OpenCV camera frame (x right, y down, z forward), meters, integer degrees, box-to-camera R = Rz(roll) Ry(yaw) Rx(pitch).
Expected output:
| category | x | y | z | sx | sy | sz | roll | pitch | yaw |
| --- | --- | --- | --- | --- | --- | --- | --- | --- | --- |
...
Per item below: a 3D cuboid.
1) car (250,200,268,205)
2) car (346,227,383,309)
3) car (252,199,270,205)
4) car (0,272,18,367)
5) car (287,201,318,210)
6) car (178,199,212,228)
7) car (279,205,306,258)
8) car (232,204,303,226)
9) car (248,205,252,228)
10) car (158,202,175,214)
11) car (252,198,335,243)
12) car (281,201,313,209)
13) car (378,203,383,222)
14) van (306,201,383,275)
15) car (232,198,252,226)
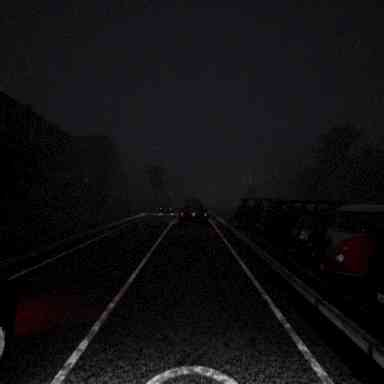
| category | x | y | z | sx | sy | sz | roll | pitch | yaw |
| --- | --- | --- | --- | --- | --- | --- | --- | --- | --- |
| car | 18.715 | 2.942 | 93.622 | 4.674 | 1.452 | 2.002 | 0 | -1 | 0 |
| car | 5.596 | 1.514 | 5.574 | 4.892 | 1.521 | 2.231 | 0 | 0 | 0 |
| car | 18.784 | 2.719 | 90.455 | 4.553 | 1.767 | 2.185 | 0 | -1 | 0 |
| car | -3.348 | 1.528 | 2.722 | 1.837 | 1.490 | 4.892 | 0 | 0 | 0 |
| car | 18.716 | 2.286 | 56.423 | 4.674 | 1.452 | 2.002 | 0 | -1 | 0 |
| car | 0.108 | 1.575 | 24.251 | 2.097 | 1.767 | 4.553 | 0 | -1 | 0 |
| car | 5.568 | 1.432 | 11.183 | 4.553 | 1.767 | 2.185 | 0 | 0 | 0 |
| car | 5.600 | 1.713 | 25.192 | 4.892 | 1.521 | 2.231 | 0 | -1 | 0 |
| car | 5.606 | 1.610 | 16.788 | 4.892 | 1.521 | 2.231 | 0 | -1 | 0 |
| car | -3.326 | 2.082 | 44.380 | 1.837 | 1.490 | 4.892 | 0 | -1 | 0 |
| car | 5.628 | 1.332 | 13.985 | 5.566 | 2.045 | 2.435 | 0 | -1 | 0 |
| car | 18.727 | 2.302 | 59.572 | 5.008 | 1.535 | 2.097 | 0 | -1 | 0 |
| car | 18.683 | 1.752 | 27.943 | 5.008 | 1.535 | 2.097 | 0 | -1 | 0 |
| van | 5.484 | 1.309 | 8.380 | 4.442 | 1.987 | 1.878 | 0 | 0 | 0 |
| car | 5.632 | 1.423 | 22.394 | 5.566 | 2.045 | 2.435 | 0 | -1 | 0 |
